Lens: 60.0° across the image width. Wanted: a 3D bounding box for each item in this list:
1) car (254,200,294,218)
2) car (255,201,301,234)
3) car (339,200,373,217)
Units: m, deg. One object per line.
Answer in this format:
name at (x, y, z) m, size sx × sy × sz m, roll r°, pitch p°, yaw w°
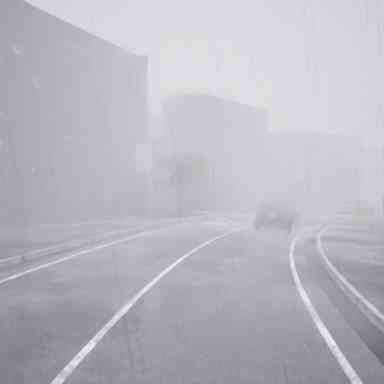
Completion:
car at (7.732, 1.513, 31.021) m, size 1.994 × 1.385 × 4.181 m, roll 4°, pitch 2°, yaw 39°
car at (5.412, 1.417, 20.514) m, size 2.097 × 1.767 × 4.553 m, roll 3°, pitch 1°, yaw 25°
car at (18.047, 1.668, 36.409) m, size 4.553 × 1.767 × 2.097 m, roll 1°, pitch 3°, yaw -42°
